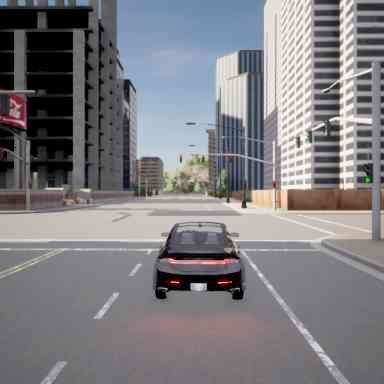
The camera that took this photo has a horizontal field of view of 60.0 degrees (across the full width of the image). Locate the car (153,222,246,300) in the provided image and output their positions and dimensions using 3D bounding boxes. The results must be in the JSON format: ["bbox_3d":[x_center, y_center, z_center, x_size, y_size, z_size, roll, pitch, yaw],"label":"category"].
[{"bbox_3d":[0.200,1.492,8.403,2.128,1.511,4.902,0,0,2],"label":"car"}]
